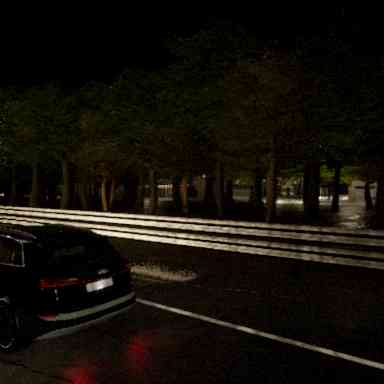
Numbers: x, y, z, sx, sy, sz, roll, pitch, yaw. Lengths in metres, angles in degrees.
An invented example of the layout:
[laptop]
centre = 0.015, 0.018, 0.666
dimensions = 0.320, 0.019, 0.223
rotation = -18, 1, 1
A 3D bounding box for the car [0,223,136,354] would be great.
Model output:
[car]
centre = -3.168, 1.391, 6.133
dimensions = 4.856, 1.649, 2.033
rotation = 0, 0, 36
